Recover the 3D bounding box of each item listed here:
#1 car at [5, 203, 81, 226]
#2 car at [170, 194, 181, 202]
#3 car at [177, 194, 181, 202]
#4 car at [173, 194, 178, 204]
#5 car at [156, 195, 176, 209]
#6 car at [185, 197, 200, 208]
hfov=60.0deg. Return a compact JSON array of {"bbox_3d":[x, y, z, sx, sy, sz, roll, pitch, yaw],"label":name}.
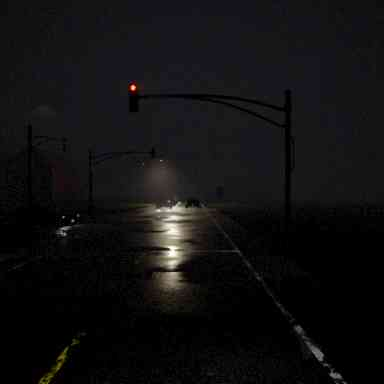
[{"bbox_3d":[-10.298,1.478,22.845,5.357,1.411,2.033,1,0,22],"label":"car"},{"bbox_3d":[-3.509,1.265,72.481,2.097,1.767,4.553,0,0,0],"label":"car"},{"bbox_3d":[-3.569,1.416,62.504,1.882,1.535,5.008,0,0,1],"label":"car"},{"bbox_3d":[-3.587,1.479,53.153,1.812,1.442,4.674,0,0,0],"label":"car"},{"bbox_3d":[-3.596,1.530,44.493,1.994,1.385,4.181,0,0,0],"label":"car"},{"bbox_3d":[0.066,1.467,48.337,1.837,1.490,4.892,0,1,0],"label":"car"}]
